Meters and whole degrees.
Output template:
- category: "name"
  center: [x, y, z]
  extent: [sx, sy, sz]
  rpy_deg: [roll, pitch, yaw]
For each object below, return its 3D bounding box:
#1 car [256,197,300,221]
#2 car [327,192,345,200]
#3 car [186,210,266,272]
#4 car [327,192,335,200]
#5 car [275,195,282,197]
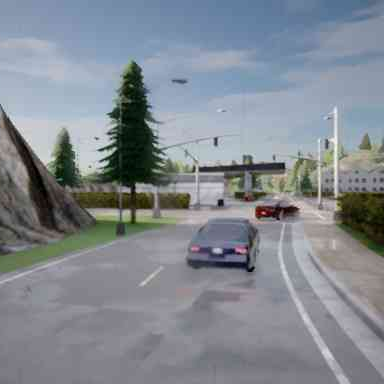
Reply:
- category: "car"
  center: [7.037, 1.436, 27.099]
  extent: [1.882, 1.535, 5.008]
  rpy_deg: [-1, 0, 41]
- category: "car"
  center: [35.775, 0.948, 82.515]
  extent: [3.866, 1.878, 1.905]
  rpy_deg: [0, 0, 16]
- category: "car"
  center: [1.215, 1.531, 10.858]
  extent: [2.033, 1.411, 5.357]
  rpy_deg: [0, 0, 13]
- category: "car"
  center: [34.273, 1.237, 79.487]
  extent: [3.806, 1.475, 1.970]
  rpy_deg: [0, 0, 16]
- category: "car"
  center: [18.207, 1.382, 69.756]
  extent: [1.812, 1.442, 4.674]
  rpy_deg: [0, 0, 16]
